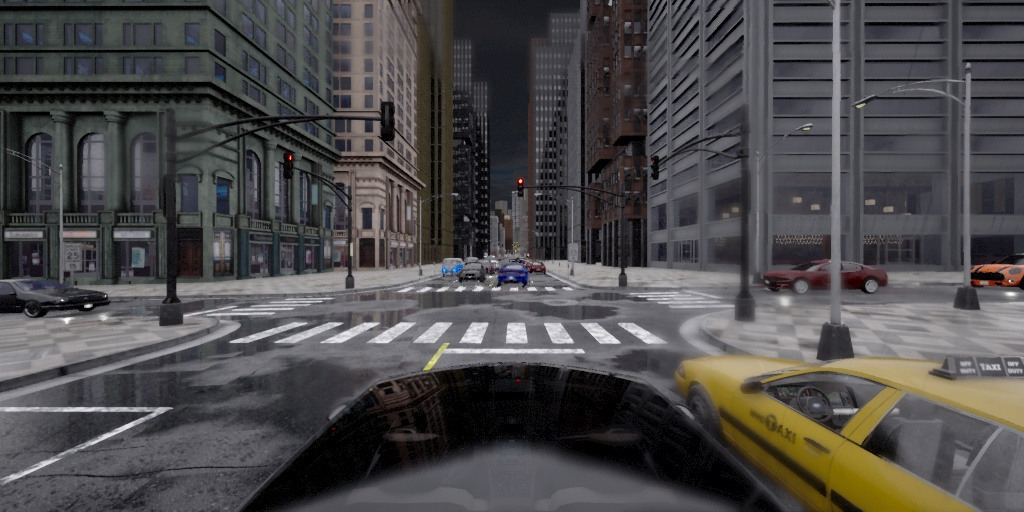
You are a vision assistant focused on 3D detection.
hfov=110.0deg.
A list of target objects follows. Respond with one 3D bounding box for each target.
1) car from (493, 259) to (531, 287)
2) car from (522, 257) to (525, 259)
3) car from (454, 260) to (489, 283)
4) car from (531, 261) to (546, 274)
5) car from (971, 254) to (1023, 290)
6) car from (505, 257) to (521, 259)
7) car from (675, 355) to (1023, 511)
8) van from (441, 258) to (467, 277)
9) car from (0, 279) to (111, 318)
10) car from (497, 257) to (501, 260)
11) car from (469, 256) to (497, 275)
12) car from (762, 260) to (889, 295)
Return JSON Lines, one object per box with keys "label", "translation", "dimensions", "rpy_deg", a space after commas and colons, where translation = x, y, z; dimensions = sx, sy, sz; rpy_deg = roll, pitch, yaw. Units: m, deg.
{"label": "car", "translation": [0.138, 1.230, 24.935], "dimensions": [1.882, 1.535, 5.008], "rpy_deg": [1, 0, 5]}
{"label": "car", "translation": [2.832, 1.296, 57.036], "dimensions": [1.751, 1.417, 4.829], "rpy_deg": [0, 0, 0]}
{"label": "car", "translation": [-3.064, 1.258, 28.222], "dimensions": [1.837, 1.490, 4.892], "rpy_deg": [0, 0, 0]}
{"label": "car", "translation": [2.819, 1.304, 40.290], "dimensions": [1.888, 1.381, 4.507], "rpy_deg": [0, 0, 0]}
{"label": "car", "translation": [24.629, 0.656, 16.990], "dimensions": [4.553, 1.767, 2.097], "rpy_deg": [-1, 0, 0]}
{"label": "car", "translation": [0.163, 1.280, 61.672], "dimensions": [1.837, 1.490, 4.892], "rpy_deg": [0, 0, 0]}
{"label": "car", "translation": [2.769, 1.275, 2.368], "dimensions": [1.751, 1.417, 4.829], "rpy_deg": [0, 0, 0]}
{"label": "van", "translation": [-5.743, 1.097, 34.792], "dimensions": [1.690, 1.789, 3.998], "rpy_deg": [0, 0, 0]}
{"label": "car", "translation": [-19.185, 1.608, 14.000], "dimensions": [5.357, 1.411, 2.033], "rpy_deg": [-1, 0, 0]}
{"label": "car", "translation": [-3.041, 0.987, 48.932], "dimensions": [2.150, 2.045, 5.566], "rpy_deg": [0, 0, 0]}
{"label": "car", "translation": [-3.060, 1.110, 38.493], "dimensions": [2.097, 1.767, 4.553], "rpy_deg": [0, 0, 0]}
{"label": "car", "translation": [14.707, 0.948, 17.036], "dimensions": [5.008, 1.535, 1.882], "rpy_deg": [-1, 0, 2]}
